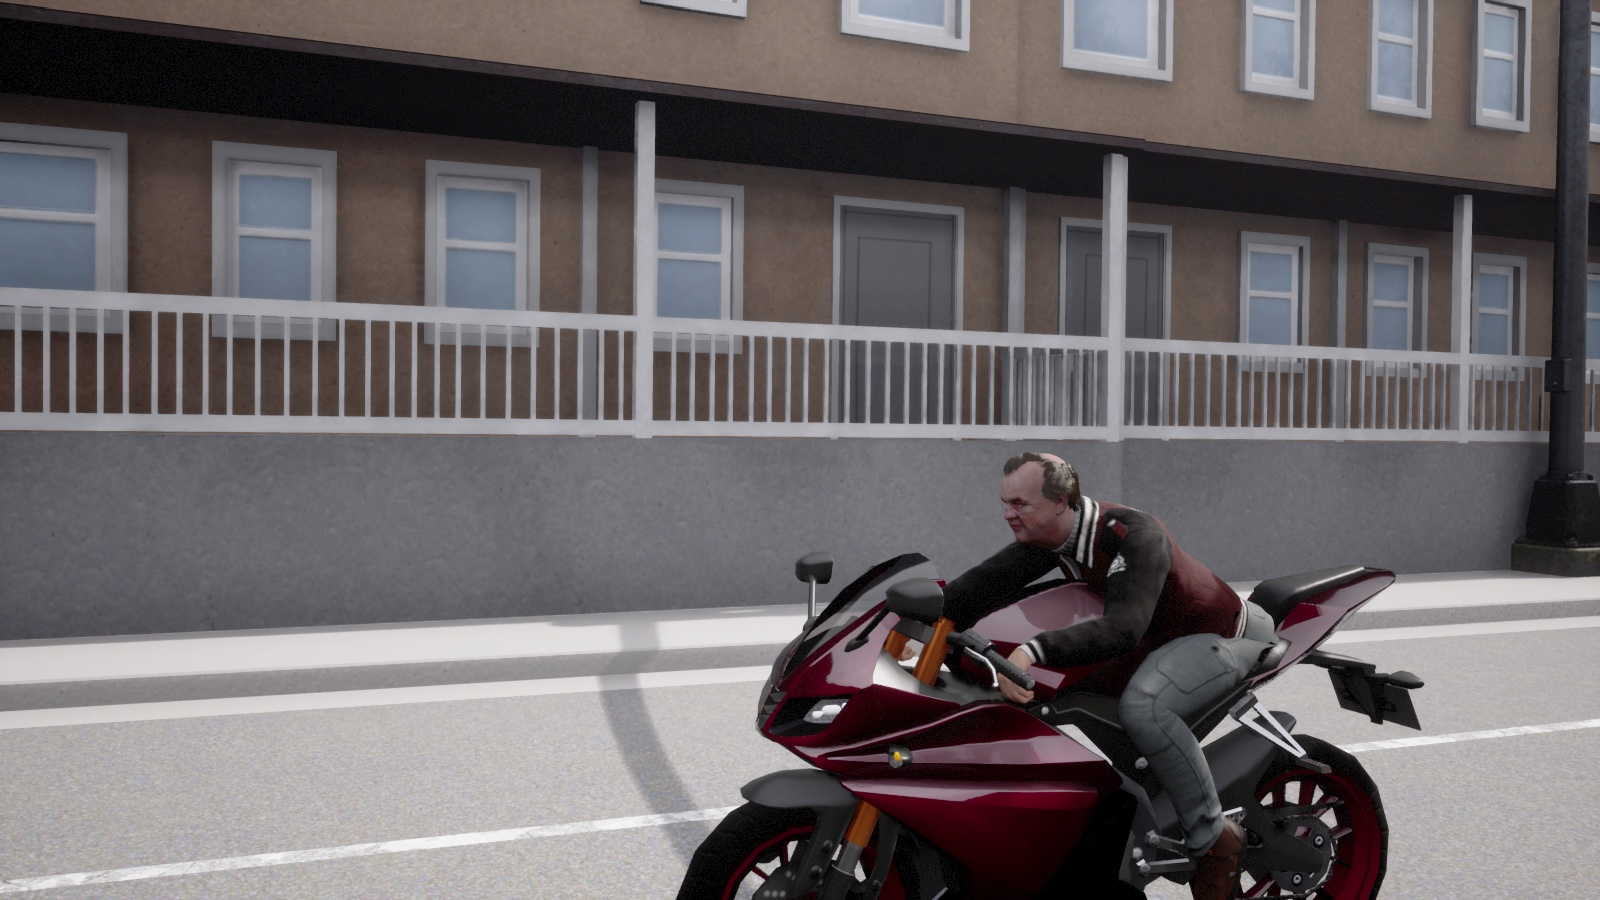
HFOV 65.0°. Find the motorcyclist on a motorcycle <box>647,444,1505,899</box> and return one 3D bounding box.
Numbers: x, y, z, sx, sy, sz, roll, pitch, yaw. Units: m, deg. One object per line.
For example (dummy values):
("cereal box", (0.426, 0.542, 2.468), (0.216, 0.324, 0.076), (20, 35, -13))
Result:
("motorcyclist on a motorcycle", (0.755, 0.768, 3.489), (2.191, 1.530, 0.866), (-1, 1, -19))
